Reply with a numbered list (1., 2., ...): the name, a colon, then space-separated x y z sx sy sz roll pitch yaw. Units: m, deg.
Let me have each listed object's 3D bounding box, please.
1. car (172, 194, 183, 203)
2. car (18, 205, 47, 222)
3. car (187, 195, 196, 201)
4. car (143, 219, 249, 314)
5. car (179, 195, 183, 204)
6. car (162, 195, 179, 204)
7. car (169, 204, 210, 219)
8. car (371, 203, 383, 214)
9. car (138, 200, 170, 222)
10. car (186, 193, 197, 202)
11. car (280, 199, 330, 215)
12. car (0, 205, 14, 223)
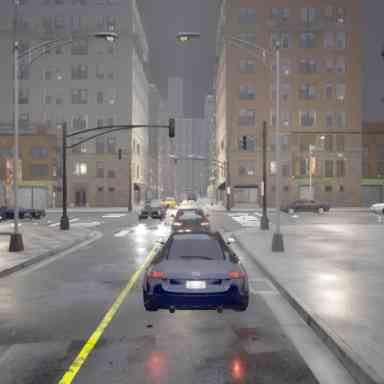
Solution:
1. car: -3.054 1.391 70.230 2.097 1.767 4.553 0 0 0
2. car: -14.150 1.645 26.379 4.718 1.301 1.895 0 0 0
3. car: -0.103 1.574 86.624 2.128 1.511 4.902 0 0 0
4. car: 0.084 1.563 7.725 1.994 1.385 4.181 0 0 0
5. car: -3.101 1.572 57.770 2.033 1.411 5.357 0 0 0
6. car: -3.159 1.488 43.568 1.882 1.535 5.008 0 0 2
7. car: -0.085 1.524 16.469 1.812 1.442 4.674 0 0 -1
8. car: 20.423 1.435 33.289 4.674 1.442 1.812 0 0 -1
9. car: -3.083 1.600 26.501 1.895 1.301 4.718 0 0 0
10. car: -0.070 1.266 76.236 2.150 2.045 5.566 0 0 0
11. car: 11.161 1.446 33.236 4.892 1.490 1.837 0 0 0
12. car: -15.221 1.613 23.124 4.181 1.385 1.994 0 0 0
